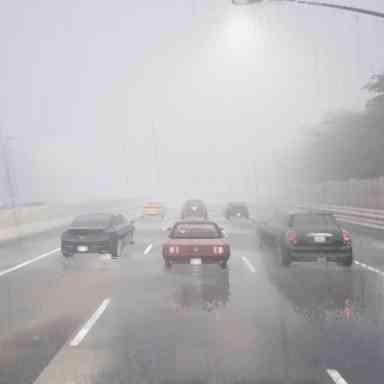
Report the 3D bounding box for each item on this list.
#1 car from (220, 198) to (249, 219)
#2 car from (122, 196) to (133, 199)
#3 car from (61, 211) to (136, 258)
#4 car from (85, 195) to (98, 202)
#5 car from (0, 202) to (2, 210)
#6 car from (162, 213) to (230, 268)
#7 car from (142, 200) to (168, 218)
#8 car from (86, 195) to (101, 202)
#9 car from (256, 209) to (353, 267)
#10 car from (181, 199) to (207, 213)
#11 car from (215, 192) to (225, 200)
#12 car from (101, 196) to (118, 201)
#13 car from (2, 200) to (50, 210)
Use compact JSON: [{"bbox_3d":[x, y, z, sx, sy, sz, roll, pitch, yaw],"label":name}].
[{"bbox_3d":[3.699,1.515,28.568,1.837,1.490,4.892,0,0,0],"label":"car"},{"bbox_3d":[-13.468,1.555,70.285,2.033,1.411,5.357,0,0,1],"label":"car"},{"bbox_3d":[-3.375,1.508,12.715,1.837,1.490,4.892,0,0,0],"label":"car"},{"bbox_3d":[-23.255,1.531,77.241,1.812,1.442,4.674,0,0,-2],"label":"car"},{"bbox_3d":[-17.488,1.571,28.961,1.994,1.385,4.181,0,0,0],"label":"car"},{"bbox_3d":[0.121,1.604,11.273,1.895,1.301,4.718,0,0,0],"label":"car"},{"bbox_3d":[-3.292,1.487,29.981,1.882,1.535,5.008,0,0,0],"label":"car"},{"bbox_3d":[-20.467,1.554,70.394,2.033,1.411,5.357,0,0,1],"label":"car"},{"bbox_3d":[3.622,1.356,11.539,2.097,1.767,4.553,0,0,0],"label":"car"},{"bbox_3d":[0.197,1.361,28.235,2.097,1.767,4.553,0,0,0],"label":"car"},{"bbox_3d":[7.706,1.110,88.294,2.150,2.045,5.566,0,0,3],"label":"car"},{"bbox_3d":[-16.968,1.555,70.339,2.033,1.411,5.357,0,0,1],"label":"car"},{"bbox_3d":[-13.989,1.513,28.971,1.837,1.490,4.892,0,0,0],"label":"car"}]
